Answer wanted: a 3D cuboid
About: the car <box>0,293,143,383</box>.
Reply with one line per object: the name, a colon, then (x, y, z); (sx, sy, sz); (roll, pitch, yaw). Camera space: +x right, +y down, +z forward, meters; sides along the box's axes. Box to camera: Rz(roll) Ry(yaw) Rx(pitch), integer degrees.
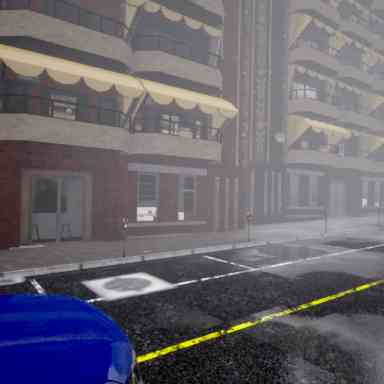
car: (-2.787, 1.223, 1.179); (5.566, 2.045, 2.150); (0, 0, -35)
